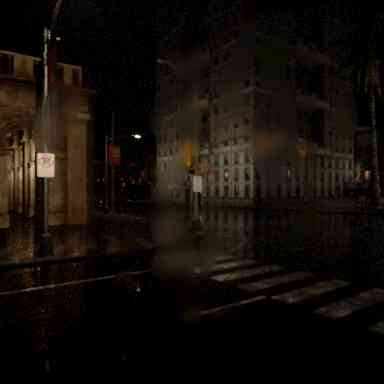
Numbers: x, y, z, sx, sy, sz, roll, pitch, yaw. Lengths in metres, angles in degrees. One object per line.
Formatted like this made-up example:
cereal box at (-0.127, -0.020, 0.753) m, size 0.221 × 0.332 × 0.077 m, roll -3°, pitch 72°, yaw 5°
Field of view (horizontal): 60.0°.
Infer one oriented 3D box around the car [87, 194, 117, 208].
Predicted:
car at (-12.862, 1.327, 47.095) m, size 2.097 × 1.767 × 4.553 m, roll 0°, pitch 0°, yaw -36°

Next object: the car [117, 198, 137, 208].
car at (-9.624, 1.533, 48.587) m, size 1.994 × 1.385 × 4.181 m, roll 0°, pitch 0°, yaw -36°

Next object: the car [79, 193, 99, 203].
car at (-19.144, 1.043, 61.846) m, size 2.097 × 1.767 × 4.553 m, roll 0°, pitch 0°, yaw -36°
